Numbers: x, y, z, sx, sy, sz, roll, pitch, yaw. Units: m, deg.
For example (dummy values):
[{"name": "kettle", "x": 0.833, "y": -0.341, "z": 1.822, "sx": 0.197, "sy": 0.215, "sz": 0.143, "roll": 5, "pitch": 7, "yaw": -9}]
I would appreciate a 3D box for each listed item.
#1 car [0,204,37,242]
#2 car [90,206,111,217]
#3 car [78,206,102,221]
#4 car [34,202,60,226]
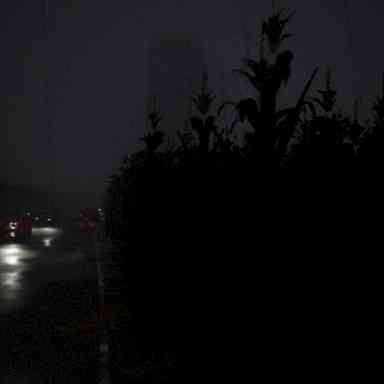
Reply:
[{"name": "car", "x": -10.361, "y": 1.721, "z": 18.503, "sx": 2.097, "sy": 1.767, "sz": 4.553, "roll": 2, "pitch": -2, "yaw": -16}, {"name": "car", "x": -13.461, "y": 2.836, "z": 49.217, "sx": 2.128, "sy": 1.511, "sz": 4.902, "roll": 2, "pitch": -2, "yaw": -7}, {"name": "car", "x": -11.643, "y": 2.601, "z": 37.808, "sx": 1.895, "sy": 1.301, "sz": 4.718, "roll": 2, "pitch": -2, "yaw": -10}, {"name": "car", "x": -13.460, "y": 1.910, "z": 30.295, "sx": 2.150, "sy": 2.045, "sz": 5.566, "roll": 2, "pitch": -2, "yaw": -13}]
